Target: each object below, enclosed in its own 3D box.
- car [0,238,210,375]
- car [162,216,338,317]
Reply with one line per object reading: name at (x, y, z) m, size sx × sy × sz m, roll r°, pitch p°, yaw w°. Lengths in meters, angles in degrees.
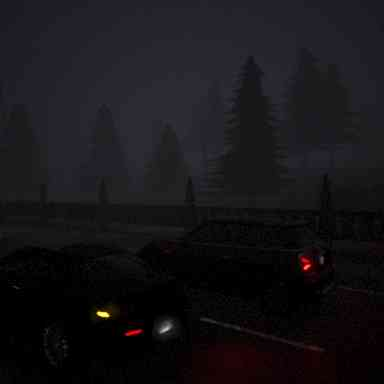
car at (-2.203, 1.523, 5.563) m, size 4.674 × 1.442 × 1.812 m, roll 0°, pitch 0°, yaw 36°
car at (0.807, 1.350, 7.715) m, size 4.553 × 1.767 × 2.097 m, roll 0°, pitch 0°, yaw 36°
